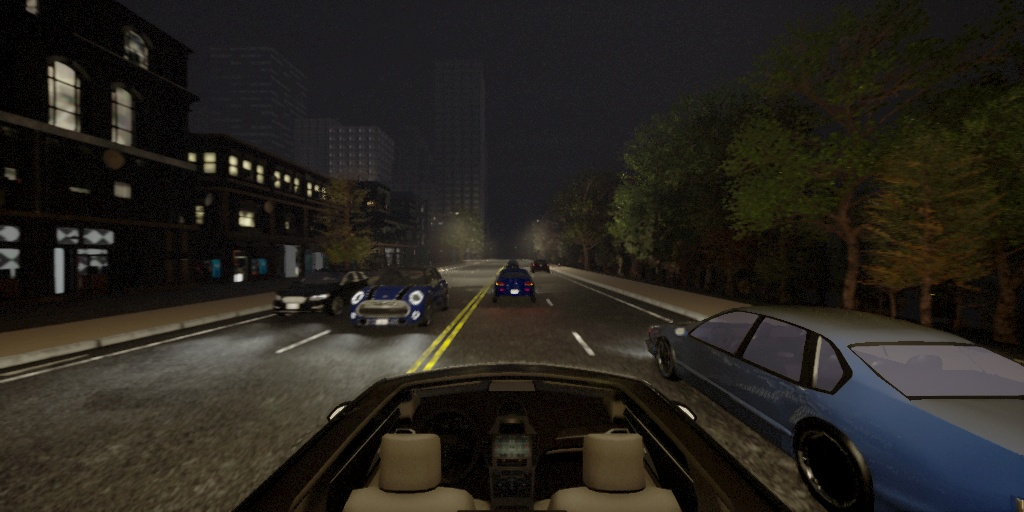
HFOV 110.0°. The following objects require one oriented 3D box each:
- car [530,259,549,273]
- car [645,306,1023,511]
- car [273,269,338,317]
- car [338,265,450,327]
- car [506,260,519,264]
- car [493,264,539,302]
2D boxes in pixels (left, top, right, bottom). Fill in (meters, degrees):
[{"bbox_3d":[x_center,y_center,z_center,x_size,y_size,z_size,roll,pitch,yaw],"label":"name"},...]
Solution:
[{"bbox_3d":[3.353,1.128,43.957,2.097,1.767,4.553,0,0,0],"label":"car"},{"bbox_3d":[3.351,1.300,4.142,2.033,1.411,5.357,0,0,0],"label":"car"},{"bbox_3d":[-6.597,1.251,13.238,2.128,1.511,4.902,0,0,0],"label":"car"},{"bbox_3d":[-3.347,1.110,11.487,2.097,1.767,4.553,0,0,0],"label":"car"},{"bbox_3d":[0.106,1.305,50.398,1.812,1.442,4.674,0,0,0],"label":"car"},{"bbox_3d":[0.101,1.287,16.924,1.812,1.442,4.674,0,0,0],"label":"car"}]
